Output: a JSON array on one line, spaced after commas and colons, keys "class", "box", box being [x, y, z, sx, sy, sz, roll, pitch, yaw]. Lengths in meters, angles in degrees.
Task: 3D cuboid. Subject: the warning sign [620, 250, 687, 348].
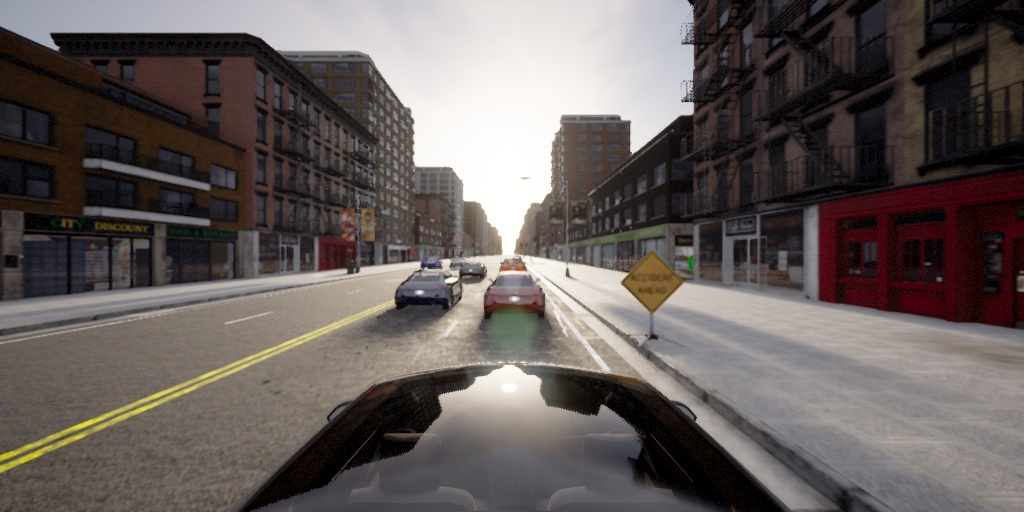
[{"class": "warning sign", "box": [2.852, 0.814, 7.326, 1.300, 1.860, 1.060, 0, 0, 0]}]

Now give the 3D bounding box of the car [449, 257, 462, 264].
[{"class": "car", "box": [-6.579, 0.888, 44.490, 1.812, 1.442, 4.674, 0, 1, 0]}]

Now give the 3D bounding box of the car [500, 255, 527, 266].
[{"class": "car", "box": [0.091, 0.856, 28.699, 2.097, 1.767, 4.553, 0, 1, 0]}]

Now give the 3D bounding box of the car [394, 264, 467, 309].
[{"class": "car", "box": [-3.160, 1.199, 14.307, 1.994, 1.385, 4.181, 0, 1, 0]}]

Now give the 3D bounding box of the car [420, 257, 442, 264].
[{"class": "car", "box": [-9.829, 0.844, 43.940, 1.882, 1.535, 5.008, 0, 1, 0]}]

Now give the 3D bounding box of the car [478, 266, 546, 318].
[{"class": "car", "box": [0.084, 1.215, 12.559, 1.994, 1.385, 4.181, 0, 1, 0]}]

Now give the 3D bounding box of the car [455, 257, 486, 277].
[{"class": "car", "box": [-3.155, 1.060, 29.551, 1.994, 1.385, 4.181, 0, 1, 0]}]
